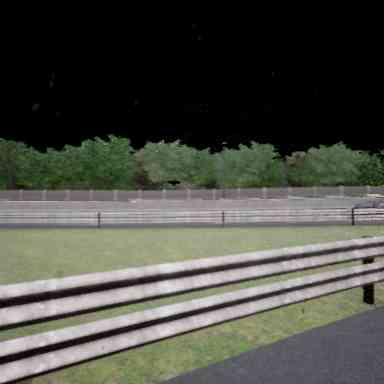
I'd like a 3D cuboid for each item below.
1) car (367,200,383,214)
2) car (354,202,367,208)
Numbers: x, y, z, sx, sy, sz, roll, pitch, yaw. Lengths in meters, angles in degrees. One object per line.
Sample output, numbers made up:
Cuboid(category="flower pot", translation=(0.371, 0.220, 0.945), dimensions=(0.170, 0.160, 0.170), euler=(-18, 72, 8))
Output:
Cuboid(category="car", translation=(21.305, 1.650, 34.639), dimensions=(4.674, 1.442, 1.812), euler=(-1, 0, 3))
Cuboid(category="car", translation=(21.504, 1.634, 38.133), dimensions=(5.357, 1.411, 2.033), euler=(-1, 0, 3))
